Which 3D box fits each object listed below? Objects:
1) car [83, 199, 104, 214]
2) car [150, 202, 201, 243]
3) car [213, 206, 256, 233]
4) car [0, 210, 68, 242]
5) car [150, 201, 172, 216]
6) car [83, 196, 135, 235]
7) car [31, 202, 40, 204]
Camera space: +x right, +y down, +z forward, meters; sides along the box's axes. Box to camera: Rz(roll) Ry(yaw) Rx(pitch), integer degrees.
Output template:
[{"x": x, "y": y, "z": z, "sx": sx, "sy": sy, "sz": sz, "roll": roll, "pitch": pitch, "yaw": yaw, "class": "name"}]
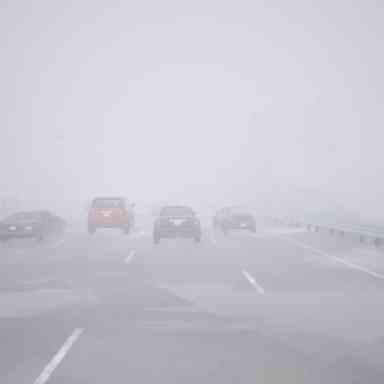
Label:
[{"x": -11.006, "y": 1.567, "z": 37.275, "sx": 1.837, "sy": 1.490, "sz": 4.892, "roll": 0, "pitch": 0, "yaw": -12, "class": "car"}, {"x": -0.799, "y": 1.371, "z": 16.387, "sx": 2.097, "sy": 1.767, "sz": 4.553, "roll": 0, "pitch": 0, "yaw": -5, "class": "car"}, {"x": 2.417, "y": 1.541, "z": 19.575, "sx": 1.812, "sy": 1.442, "sz": 4.674, "roll": 0, "pitch": 0, "yaw": -6, "class": "car"}, {"x": -7.785, "y": 1.581, "z": 16.515, "sx": 2.033, "sy": 1.411, "sz": 5.357, "roll": 0, "pitch": 0, "yaw": -5, "class": "car"}, {"x": -3.340, "y": 1.644, "z": 34.715, "sx": 1.895, "sy": 1.301, "sz": 4.718, "roll": 0, "pitch": 0, "yaw": -11, "class": "car"}, {"x": -4.591, "y": 1.251, "z": 19.420, "sx": 2.150, "sy": 2.045, "sz": 5.566, "roll": 0, "pitch": 0, "yaw": -6, "class": "car"}, {"x": -28.970, "y": 1.664, "z": 61.095, "sx": 2.033, "sy": 1.411, "sz": 5.357, "roll": 0, "pitch": 0, "yaw": -20, "class": "car"}]
